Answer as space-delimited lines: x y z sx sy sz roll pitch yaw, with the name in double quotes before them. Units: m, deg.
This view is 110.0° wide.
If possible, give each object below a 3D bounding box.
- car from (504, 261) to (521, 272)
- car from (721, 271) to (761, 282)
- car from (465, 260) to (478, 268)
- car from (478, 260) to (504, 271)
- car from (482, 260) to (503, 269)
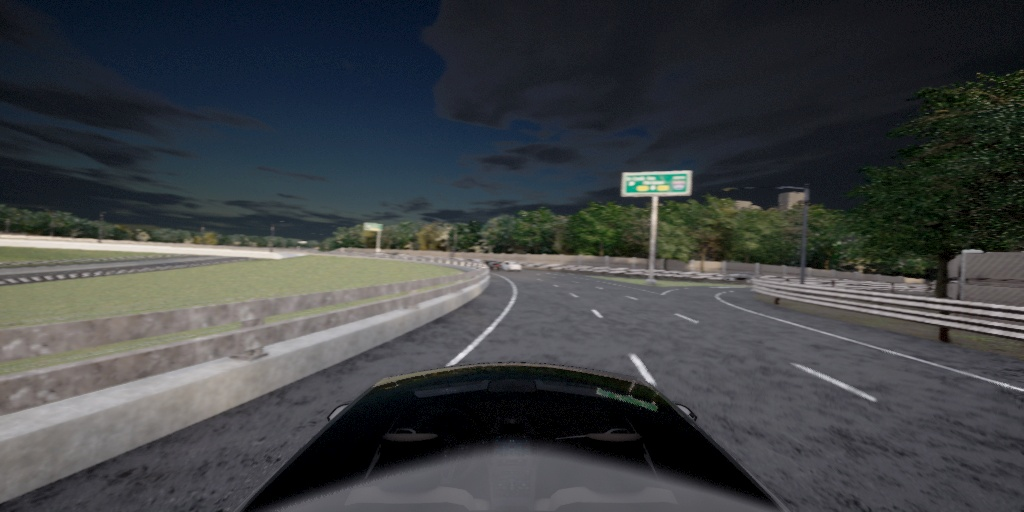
"car" -0.118 1.683 56.283 1.812 1.442 4.674 3 0 -21
"car" 31.855 2.885 50.013 4.902 1.511 2.128 3 0 6
"car" -6.819 1.438 63.944 1.994 1.385 4.181 3 0 -26
"car" -3.274 1.489 54.745 1.837 1.490 4.892 3 0 -21
"car" -3.626 1.530 65.377 2.128 1.511 4.902 3 0 -26
